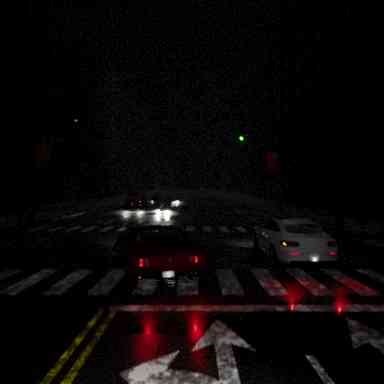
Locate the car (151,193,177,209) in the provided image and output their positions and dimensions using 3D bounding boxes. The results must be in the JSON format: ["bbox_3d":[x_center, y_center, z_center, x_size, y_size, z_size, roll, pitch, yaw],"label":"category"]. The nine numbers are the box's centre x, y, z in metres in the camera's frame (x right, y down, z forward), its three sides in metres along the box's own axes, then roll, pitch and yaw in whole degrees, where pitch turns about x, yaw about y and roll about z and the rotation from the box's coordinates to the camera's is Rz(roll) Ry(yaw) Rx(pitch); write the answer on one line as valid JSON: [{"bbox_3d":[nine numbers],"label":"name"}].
[{"bbox_3d":[-3.308,1.203,39.204,2.128,1.511,4.902,0,1,0],"label":"car"}]

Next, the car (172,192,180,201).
[{"bbox_3d":[-3.201,0.800,61.762,2.128,1.511,4.902,0,1,0],"label":"car"}]

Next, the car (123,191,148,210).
[{"bbox_3d":[-6.560,0.934,39.128,2.150,2.045,5.566,0,1,0],"label":"car"}]

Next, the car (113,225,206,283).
[{"bbox_3d":[-1.207,1.635,9.899,1.895,1.301,4.718,0,0,-17],"label":"car"}]

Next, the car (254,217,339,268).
[{"bbox_3d":[3.333,1.557,11.303,1.812,1.442,4.674,0,0,0],"label":"car"}]

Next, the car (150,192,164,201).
[{"bbox_3d":[-6.446,0.846,62.166,2.033,1.411,5.357,0,1,0],"label":"car"}]
